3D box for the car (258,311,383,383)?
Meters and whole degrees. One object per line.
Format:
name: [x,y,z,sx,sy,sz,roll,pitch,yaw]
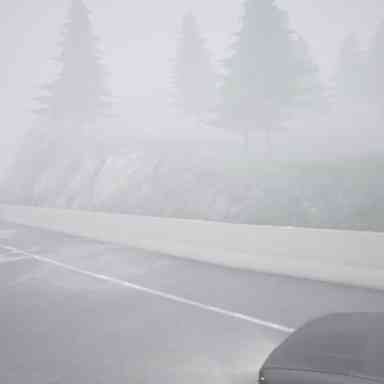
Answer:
car: [3.025,1.481,1.820,5.357,1.411,2.033,0,1,40]
